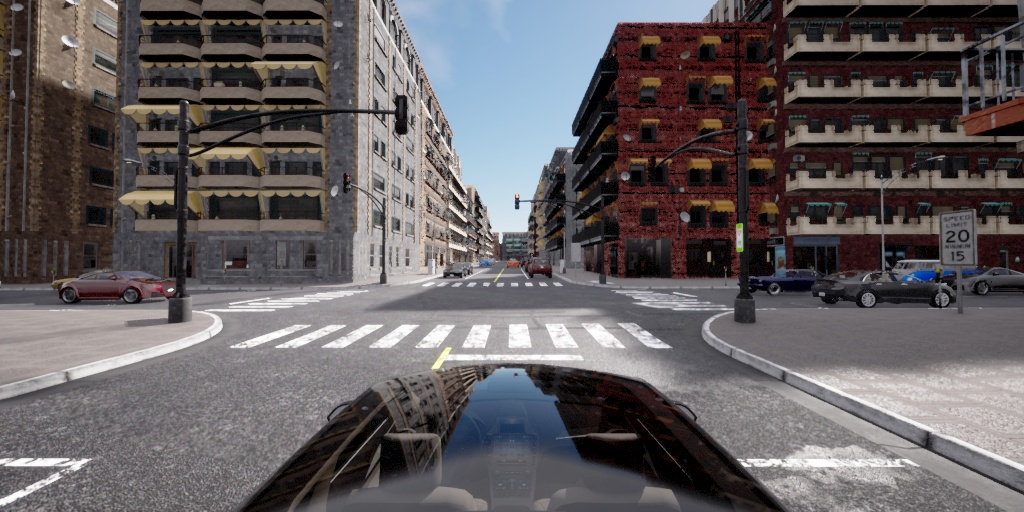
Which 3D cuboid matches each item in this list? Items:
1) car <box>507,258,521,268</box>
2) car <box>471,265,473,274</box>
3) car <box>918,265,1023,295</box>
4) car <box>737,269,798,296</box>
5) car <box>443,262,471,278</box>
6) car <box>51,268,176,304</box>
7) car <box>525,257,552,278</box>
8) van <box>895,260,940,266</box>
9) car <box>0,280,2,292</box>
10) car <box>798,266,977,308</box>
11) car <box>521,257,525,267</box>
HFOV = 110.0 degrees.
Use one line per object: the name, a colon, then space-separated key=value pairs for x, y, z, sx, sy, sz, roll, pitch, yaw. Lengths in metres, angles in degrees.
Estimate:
car: x=0.177 y=1.176 z=63.717 sx=2.097 sy=1.767 sz=4.553 roll=0 pitch=0 yaw=0
car: x=-5.266 y=1.331 z=39.210 sx=1.948 sy=1.339 sz=4.313 roll=0 pitch=0 yaw=0
car: x=24.579 y=1.287 z=18.766 sx=4.181 sy=1.385 sz=1.994 roll=0 pitch=-1 yaw=0
car: x=14.574 y=1.347 z=18.801 sx=4.718 sy=1.301 sz=1.895 roll=0 pitch=-1 yaw=-2
car: x=-5.274 y=1.328 z=33.649 sx=1.948 sy=1.339 sz=4.313 roll=0 pitch=0 yaw=0
car: x=-17.189 y=1.339 z=15.970 sx=4.181 sy=1.385 sz=1.994 roll=0 pitch=-1 yaw=0
car: x=2.608 y=1.077 z=33.684 sx=2.192 sy=1.841 sz=5.009 roll=0 pitch=0 yaw=0
van: x=24.928 y=1.115 z=21.214 sx=3.998 sy=1.789 sz=1.690 roll=0 pitch=0 yaw=0
car: x=-26.678 y=1.027 z=16.012 sx=5.566 sy=2.045 sz=2.150 roll=0 pitch=-1 yaw=0
car: x=13.760 y=1.185 z=13.376 sx=4.403 sy=1.370 sz=2.007 roll=0 pitch=0 yaw=0
car: x=2.622 y=1.086 z=44.807 sx=2.192 sy=1.841 sz=5.009 roll=0 pitch=0 yaw=0
